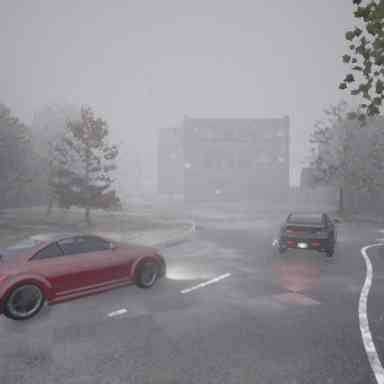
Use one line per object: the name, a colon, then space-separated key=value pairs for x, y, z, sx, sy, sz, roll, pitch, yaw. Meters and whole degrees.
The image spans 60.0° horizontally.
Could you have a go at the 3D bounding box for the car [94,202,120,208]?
car: x=-11.217 y=1.453 z=41.012 sx=4.892 sy=1.490 sz=1.837 roll=1 pitch=-1 yaw=14

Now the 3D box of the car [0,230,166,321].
car: x=-2.587 y=1.550 z=7.431 sx=1.994 sy=1.385 sz=4.181 roll=0 pitch=0 yaw=44

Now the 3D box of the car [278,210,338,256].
car: x=4.631 y=1.479 z=13.145 sx=1.837 sy=1.490 sz=4.892 roll=1 pitch=1 yaw=24
